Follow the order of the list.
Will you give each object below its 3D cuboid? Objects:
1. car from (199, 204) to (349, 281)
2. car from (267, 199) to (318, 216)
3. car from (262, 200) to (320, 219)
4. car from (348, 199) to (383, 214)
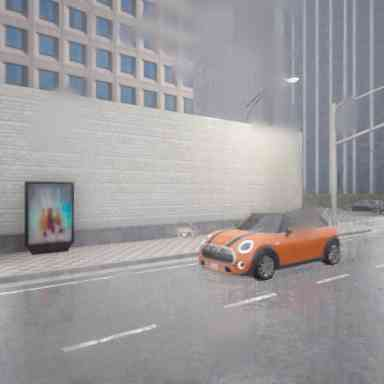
[{"bbox_3d":[2.411,1.352,10.008,4.553,1.767,2.097,0,0,-36],"label":"car"},{"bbox_3d":[10.417,1.547,34.837,2.128,1.511,4.902,0,0,-36],"label":"car"},{"bbox_3d":[9.037,1.533,30.751,1.882,1.535,5.008,0,0,-36],"label":"car"},{"bbox_3d":[18.850,1.547,35.843,2.128,1.511,4.902,0,0,-39],"label":"car"}]
